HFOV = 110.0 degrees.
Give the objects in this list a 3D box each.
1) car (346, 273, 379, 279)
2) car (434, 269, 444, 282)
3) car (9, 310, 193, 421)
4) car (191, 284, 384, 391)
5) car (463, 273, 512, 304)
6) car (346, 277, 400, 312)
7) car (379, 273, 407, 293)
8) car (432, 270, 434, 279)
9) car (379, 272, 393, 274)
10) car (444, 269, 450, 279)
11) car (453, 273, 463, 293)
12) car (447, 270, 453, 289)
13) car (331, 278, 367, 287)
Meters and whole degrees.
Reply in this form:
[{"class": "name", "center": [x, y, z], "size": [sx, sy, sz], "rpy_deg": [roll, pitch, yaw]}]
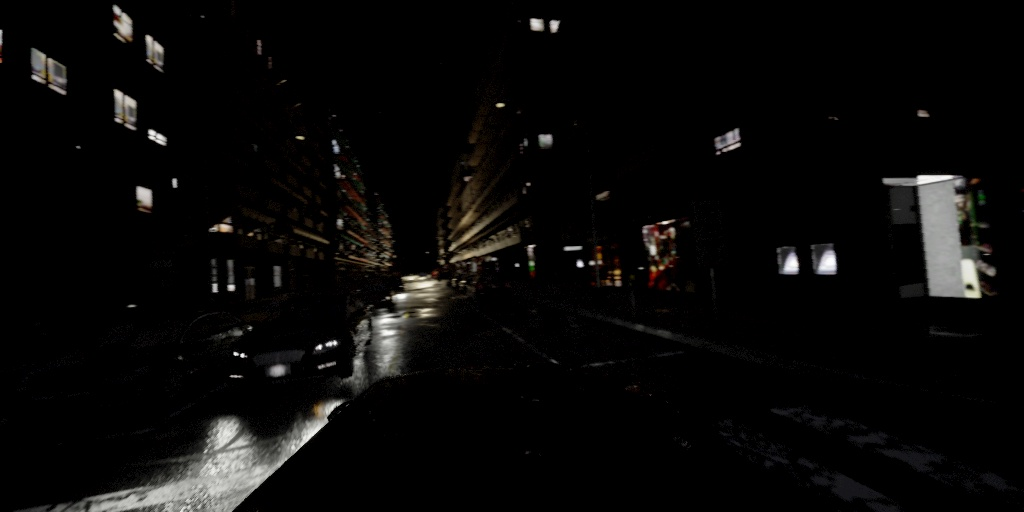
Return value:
[{"class": "car", "center": [-12.242, 2.408, 28.498], "size": [2.192, 1.841, 5.009], "rpy_deg": [0, 0, -15]}, {"class": "car", "center": [-9.731, 2.781, 52.127], "size": [2.192, 1.841, 5.009], "rpy_deg": [0, 0, -15]}, {"class": "car", "center": [-6.649, 1.801, 6.956], "size": [2.007, 1.370, 4.403], "rpy_deg": [0, 0, -15]}, {"class": "car", "center": [-4.271, 1.610, 7.934], "size": [2.128, 1.511, 4.902], "rpy_deg": [-3, -1, -15]}, {"class": "car", "center": [-1.343, 1.638, 19.815], "size": [1.967, 1.591, 4.097], "rpy_deg": [0, 0, -15]}, {"class": "car", "center": [-7.028, 2.059, 18.556], "size": [1.812, 1.442, 4.674], "rpy_deg": [-3, -1, -15]}, {"class": "car", "center": [-10.515, 2.564, 32.055], "size": [1.837, 1.490, 4.892], "rpy_deg": [-3, -1, -14]}, {"class": "car", "center": [-12.527, 3.442, 62.898], "size": [2.007, 1.370, 4.403], "rpy_deg": [0, 0, -15]}, {"class": "car", "center": [-16.436, 3.042, 44.654], "size": [2.192, 1.841, 5.009], "rpy_deg": [0, 0, -15]}, {"class": "car", "center": [-5.579, 2.356, 36.136], "size": [1.751, 1.417, 4.829], "rpy_deg": [0, 0, -15]}, {"class": "car", "center": [-2.741, 1.959, 25.201], "size": [2.007, 1.370, 4.403], "rpy_deg": [0, 0, -15]}, {"class": "car", "center": [-4.138, 2.170, 30.586], "size": [2.007, 1.370, 4.403], "rpy_deg": [0, 0, -15]}, {"class": "car", "center": [-10.844, 2.427, 23.113], "size": [1.888, 1.381, 4.507], "rpy_deg": [0, 0, -15]}]
